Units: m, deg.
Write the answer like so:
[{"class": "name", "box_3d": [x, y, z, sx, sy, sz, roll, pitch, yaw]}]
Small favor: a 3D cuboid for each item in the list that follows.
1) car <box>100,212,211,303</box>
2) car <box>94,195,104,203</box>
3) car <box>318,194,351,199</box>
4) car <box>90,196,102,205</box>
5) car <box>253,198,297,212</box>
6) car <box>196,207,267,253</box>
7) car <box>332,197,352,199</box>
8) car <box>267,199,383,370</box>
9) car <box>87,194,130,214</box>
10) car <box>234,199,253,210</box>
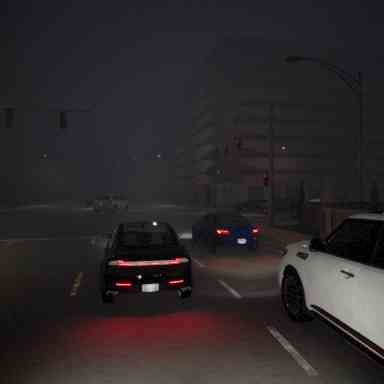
[{"class": "car", "box_3d": [-1.204, 1.491, 8.303, 2.128, 1.511, 4.902, 0, 0, -11]}, {"class": "car", "box_3d": [-19.248, 1.476, 69.043, 1.882, 1.535, 5.008, 0, 0, -14]}, {"class": "car", "box_3d": [16.669, 1.276, 40.005, 5.566, 2.045, 2.150, 0, 0, -14]}, {"class": "car", "box_3d": [-16.902, 1.524, 59.000, 1.812, 1.442, 4.674, 0, 0, -13]}, {"class": "car", "box_3d": [9.126, 1.406, 34.550, 4.553, 1.767, 2.097, 0, 0, -14]}, {"class": "car", "box_3d": [1.254, 1.525, 13.723, 1.812, 1.442, 4.674, 0, 0, -12]}, {"class": "car", "box_3d": [17.848, 1.580, 36.684, 4.674, 1.442, 1.812, 0, 0, -14]}, {"class": "car", "box_3d": [2.990, 1.221, 4.183, 2.150, 2.045, 5.566, 0, 0, -7]}, {"class": "car", "box_3d": [-8.615, 1.225, 35.816, 2.150, 2.045, 5.566, 1, 0, 11]}, {"class": "car", "box_3d": [7.095, 1.559, 37.653, 4.892, 1.490, 1.837, 0, 0, -14]}]
